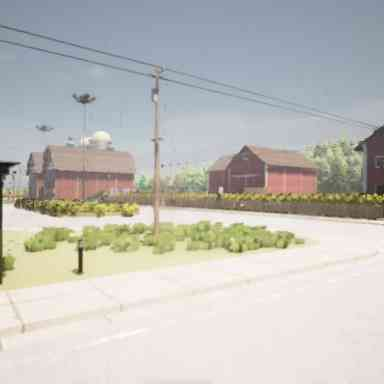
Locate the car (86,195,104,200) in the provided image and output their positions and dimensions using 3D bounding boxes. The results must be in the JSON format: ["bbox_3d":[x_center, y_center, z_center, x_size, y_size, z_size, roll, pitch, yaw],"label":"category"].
[{"bbox_3d":[-15.438,1.683,53.627,1.994,1.385,4.181,0,0,-36],"label":"car"}]
